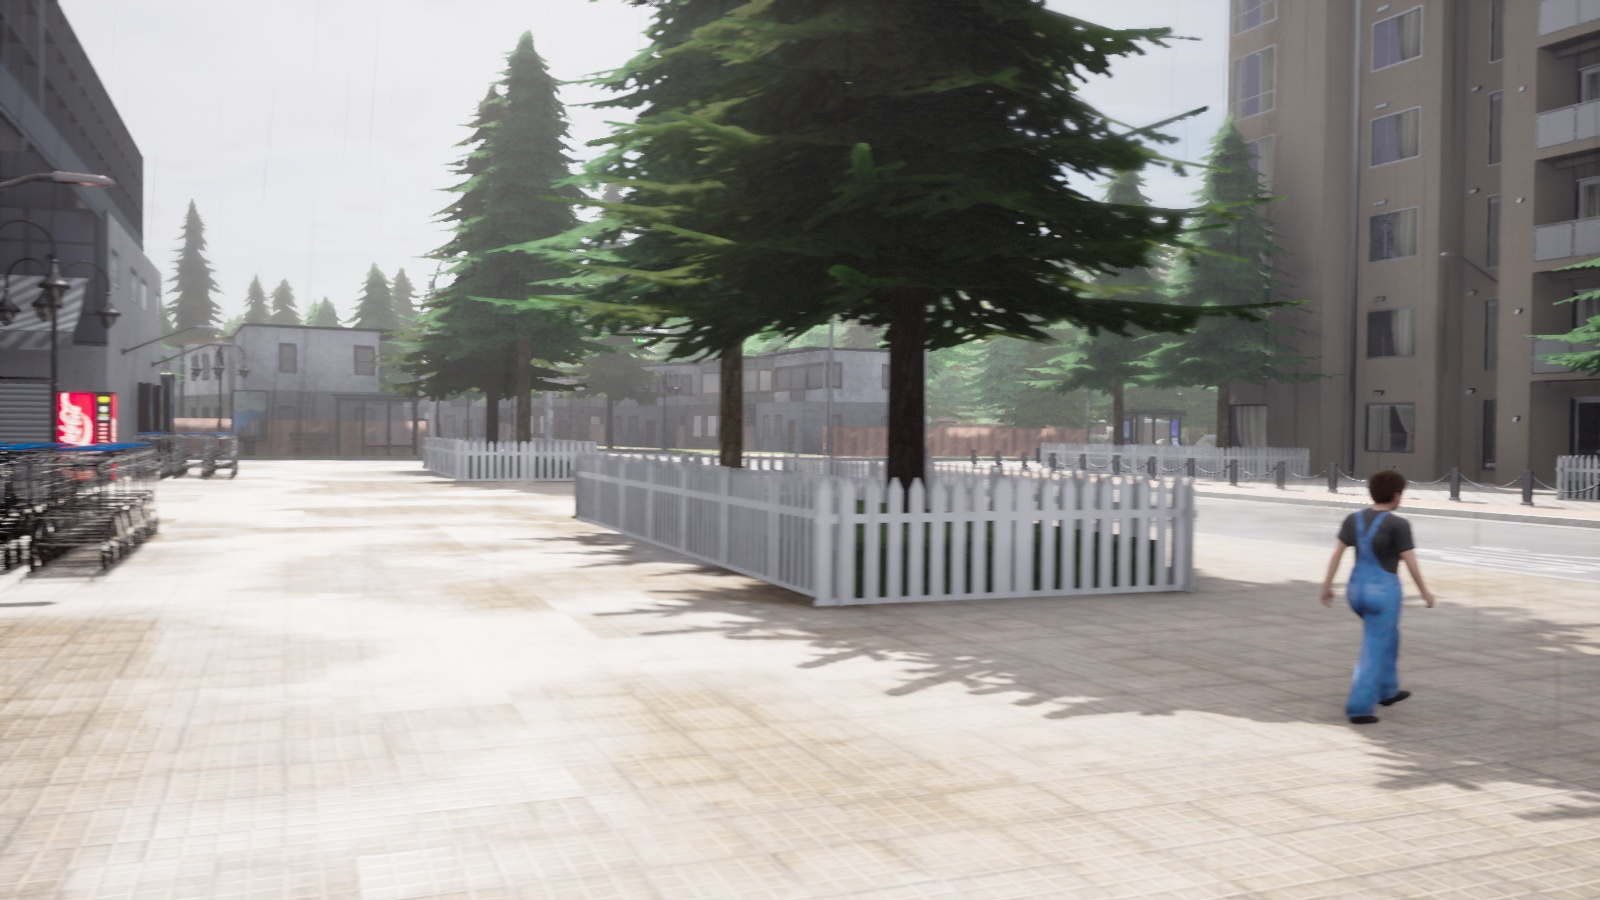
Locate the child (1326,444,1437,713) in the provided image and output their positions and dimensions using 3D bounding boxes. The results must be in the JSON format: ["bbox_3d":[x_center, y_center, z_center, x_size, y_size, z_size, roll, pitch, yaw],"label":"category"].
[{"bbox_3d":[2.838,0.604,6.131,0.437,1.263,0.270,-1,1,-25],"label":"child"}]
